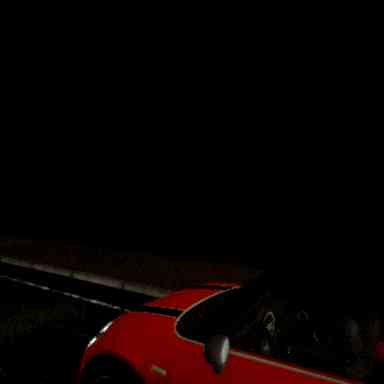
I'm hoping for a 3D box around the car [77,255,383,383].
[{"bbox_3d":[1.089,1.361,2.785,4.553,1.767,2.097,-1,-1,36],"label":"car"}]
